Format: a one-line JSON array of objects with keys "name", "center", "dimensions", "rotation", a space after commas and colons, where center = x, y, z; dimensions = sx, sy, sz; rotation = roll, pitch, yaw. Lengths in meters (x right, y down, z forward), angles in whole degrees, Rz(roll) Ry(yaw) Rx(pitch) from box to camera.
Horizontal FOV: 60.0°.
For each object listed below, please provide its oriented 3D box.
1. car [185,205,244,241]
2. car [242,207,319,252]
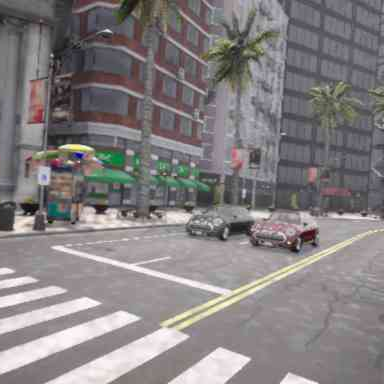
[{"name": "car", "center": [1.630, 1.475, 17.811], "dimensions": [2.097, 1.767, 4.553], "rotation": [4, 0, 35]}, {"name": "car", "center": [4.511, 1.687, 15.842], "dimensions": [2.097, 1.767, 4.553], "rotation": [4, 0, 35]}]
